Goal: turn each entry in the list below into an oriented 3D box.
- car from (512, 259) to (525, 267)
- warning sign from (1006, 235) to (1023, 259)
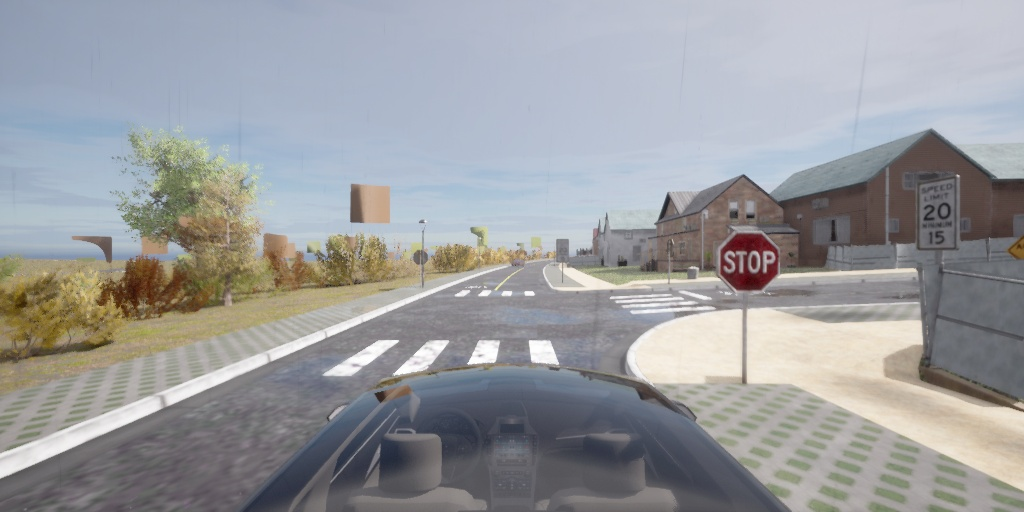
[{"bbox_3d":[1.125,1.216,61.224,1.994,1.385,4.181,0,0,7],"label":"car"},{"bbox_3d":[12.602,0.115,8.446,1.060,1.860,1.300,0,0,5],"label":"warning sign"}]
